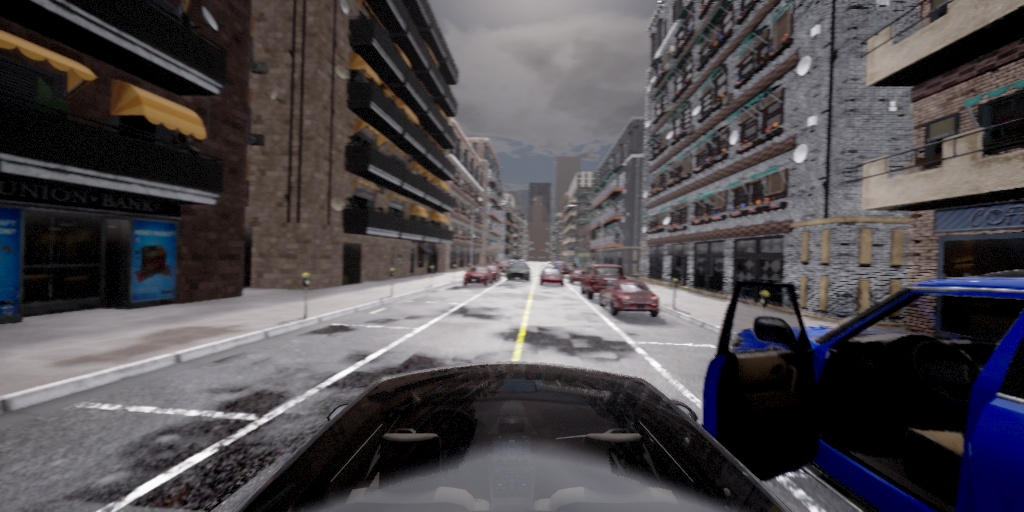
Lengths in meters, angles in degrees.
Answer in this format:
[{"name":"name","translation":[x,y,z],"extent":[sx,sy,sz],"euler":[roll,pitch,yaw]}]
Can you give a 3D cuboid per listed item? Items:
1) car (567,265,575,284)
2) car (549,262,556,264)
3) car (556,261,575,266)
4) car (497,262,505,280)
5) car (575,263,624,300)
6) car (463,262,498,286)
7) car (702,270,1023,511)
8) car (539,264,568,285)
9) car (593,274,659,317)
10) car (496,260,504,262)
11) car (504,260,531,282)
[{"name":"car","translation":[5.862,1.768,31.322],"extent":[1.802,1.307,4.207],"euler":[0,0,4]},{"name":"car","translation":[4.493,1.781,45.839],"extent":[1.812,1.442,4.674],"euler":[2,0,5]},{"name":"car","translation":[6.721,1.621,42.617],"extent":[2.192,1.841,5.009],"euler":[0,0,4]},{"name":"car","translation":[-1.985,1.468,32.013],"extent":[1.888,1.381,4.507],"euler":[0,0,4]},{"name":"car","translation":[5.002,1.380,20.027],"extent":[2.192,1.841,5.009],"euler":[0,0,4]},{"name":"car","translation":[-2.413,1.408,26.378],"extent":[1.888,1.381,4.507],"euler":[0,0,4]},{"name":"car","translation":[3.354,1.086,1.806],"extent":[2.150,2.045,5.566],"euler":[2,0,4]},{"name":"car","translation":[3.299,1.653,30.126],"extent":[1.994,1.385,4.181],"euler":[2,0,5]},{"name":"car","translation":[4.573,1.588,14.379],"extent":[1.802,1.307,4.207],"euler":[0,0,4]},{"name":"car","translation":[-1.127,1.358,43.282],"extent":[2.192,1.841,5.009],"euler":[0,0,4]},{"name":"car","translation":[0.657,1.374,33.324],"extent":[2.097,1.767,4.553],"euler":[2,0,5]}]
